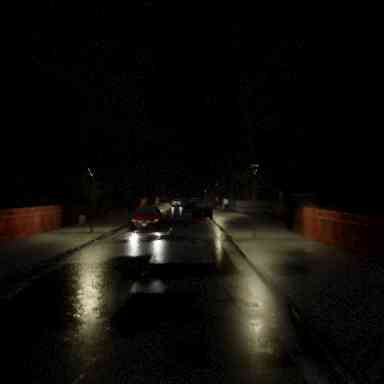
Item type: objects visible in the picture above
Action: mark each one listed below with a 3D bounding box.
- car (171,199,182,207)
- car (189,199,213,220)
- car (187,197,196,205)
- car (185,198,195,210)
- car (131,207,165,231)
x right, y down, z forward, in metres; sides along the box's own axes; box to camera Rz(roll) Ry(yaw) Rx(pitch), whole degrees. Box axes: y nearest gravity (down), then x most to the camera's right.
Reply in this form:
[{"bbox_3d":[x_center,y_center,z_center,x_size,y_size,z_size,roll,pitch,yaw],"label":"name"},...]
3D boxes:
[{"bbox_3d":[-2.851,2.034,62.634,1.812,1.442,4.674,0,0,1],"label":"car"},{"bbox_3d":[0.930,1.748,31.403,1.882,1.535,5.008,0,0,0],"label":"car"},{"bbox_3d":[-0.071,1.900,69.939,1.812,1.442,4.674,0,0,0],"label":"car"},{"bbox_3d":[-0.048,1.892,49.719,1.882,1.535,5.008,0,0,0],"label":"car"},{"bbox_3d":[-2.872,1.722,22.279,1.812,1.442,4.674,0,0,0],"label":"car"}]
